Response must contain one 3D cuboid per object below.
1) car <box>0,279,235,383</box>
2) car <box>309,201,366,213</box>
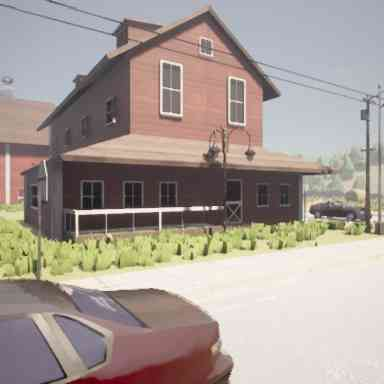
[{"bbox_3d":[-2.191,1.547,2.615,5.357,1.411,2.033,0,0,-32],"label":"car"},{"bbox_3d":[11.706,1.454,26.459,2.128,1.511,4.902,0,0,-33],"label":"car"}]
